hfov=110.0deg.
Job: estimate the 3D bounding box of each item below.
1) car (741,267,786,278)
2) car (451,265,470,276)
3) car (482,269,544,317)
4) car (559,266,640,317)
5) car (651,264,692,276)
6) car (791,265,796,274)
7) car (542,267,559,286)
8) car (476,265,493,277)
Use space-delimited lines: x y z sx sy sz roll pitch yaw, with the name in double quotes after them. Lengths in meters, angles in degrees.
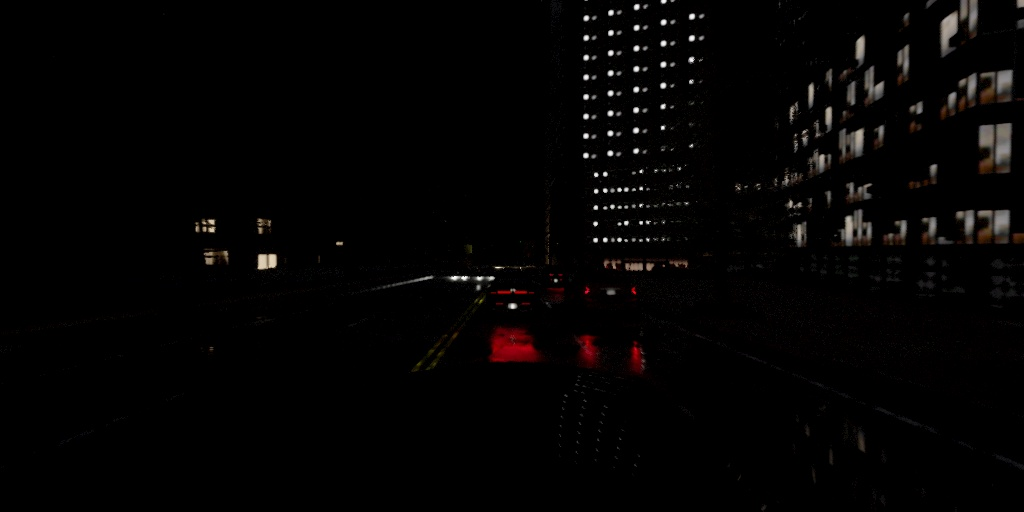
33.667 2.311 48.530 4.507 1.381 1.888 0 0 20 "car"
-6.538 1.872 45.673 1.994 1.385 4.181 0 -1 1 "car"
0.044 1.399 13.765 1.837 1.490 4.892 0 -1 0 "car"
3.296 1.251 13.990 2.097 1.767 4.553 0 -1 0 "car"
23.021 2.042 52.431 5.009 1.841 2.192 0 0 20 "car"
38.990 2.101 46.579 5.009 1.841 2.192 0 0 20 "car"
3.299 1.596 29.148 1.837 1.490 4.892 0 0 0 "car"
-3.292 1.826 45.232 1.812 1.442 4.674 0 -1 1 "car"
